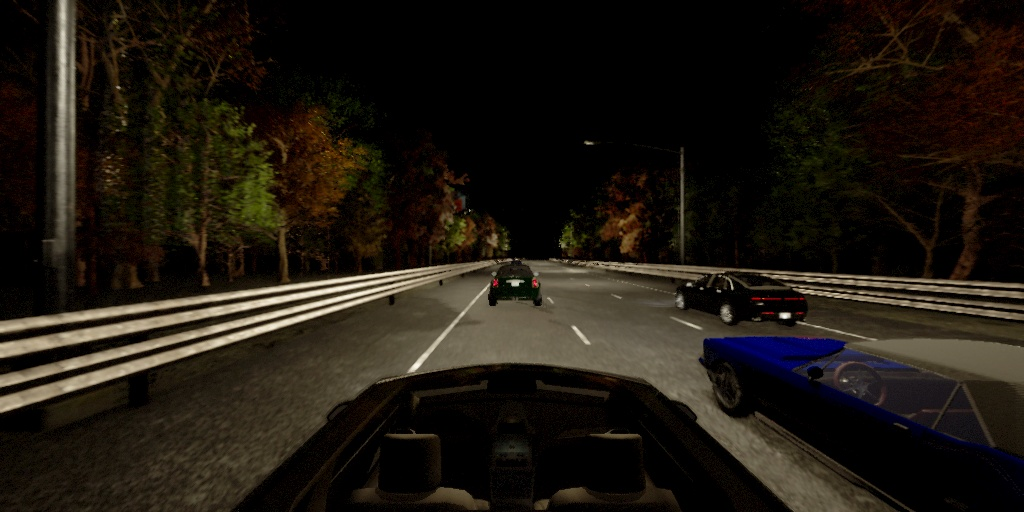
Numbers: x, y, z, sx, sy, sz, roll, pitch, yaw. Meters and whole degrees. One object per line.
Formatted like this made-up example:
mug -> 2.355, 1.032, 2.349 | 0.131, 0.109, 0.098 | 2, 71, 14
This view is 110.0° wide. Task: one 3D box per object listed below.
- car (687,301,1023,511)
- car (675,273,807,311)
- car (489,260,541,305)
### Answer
car -> 3.594, 1.358, 2.998 | 1.895, 1.301, 4.718 | 0, 0, 0
car -> 7.113, 1.294, 11.748 | 1.837, 1.490, 4.892 | 0, 0, 0
car -> 0.142, 1.147, 16.321 | 2.097, 1.767, 4.553 | 0, 0, 0
